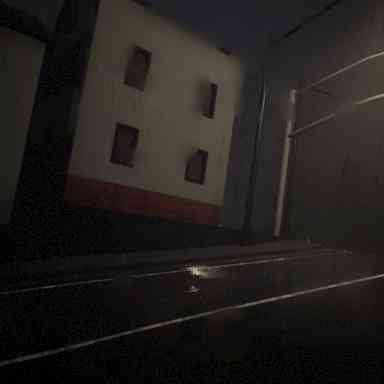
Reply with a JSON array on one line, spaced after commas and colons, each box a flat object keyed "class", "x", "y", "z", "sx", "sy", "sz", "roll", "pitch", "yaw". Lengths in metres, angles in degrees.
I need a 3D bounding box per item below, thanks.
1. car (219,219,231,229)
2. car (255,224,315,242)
[{"class": "car", "x": 2.364, "y": 3.573, "z": 37.299, "sx": 1.837, "sy": 1.490, "sz": 4.892, "roll": 13, "pitch": -7, "yaw": -35}, {"class": "car", "x": 8.034, "y": 3.585, "z": 29.286, "sx": 2.033, "sy": 1.411, "sz": 5.357, "roll": 13, "pitch": -7, "yaw": -35}]
